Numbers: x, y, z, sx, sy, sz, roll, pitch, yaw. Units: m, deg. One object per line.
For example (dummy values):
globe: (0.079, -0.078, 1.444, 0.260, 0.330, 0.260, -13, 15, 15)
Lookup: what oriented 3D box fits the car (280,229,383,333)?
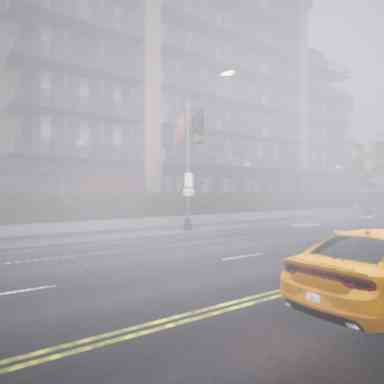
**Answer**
car: (3.918, 1.477, 6.598, 5.008, 1.535, 1.882, 0, 0, -35)
